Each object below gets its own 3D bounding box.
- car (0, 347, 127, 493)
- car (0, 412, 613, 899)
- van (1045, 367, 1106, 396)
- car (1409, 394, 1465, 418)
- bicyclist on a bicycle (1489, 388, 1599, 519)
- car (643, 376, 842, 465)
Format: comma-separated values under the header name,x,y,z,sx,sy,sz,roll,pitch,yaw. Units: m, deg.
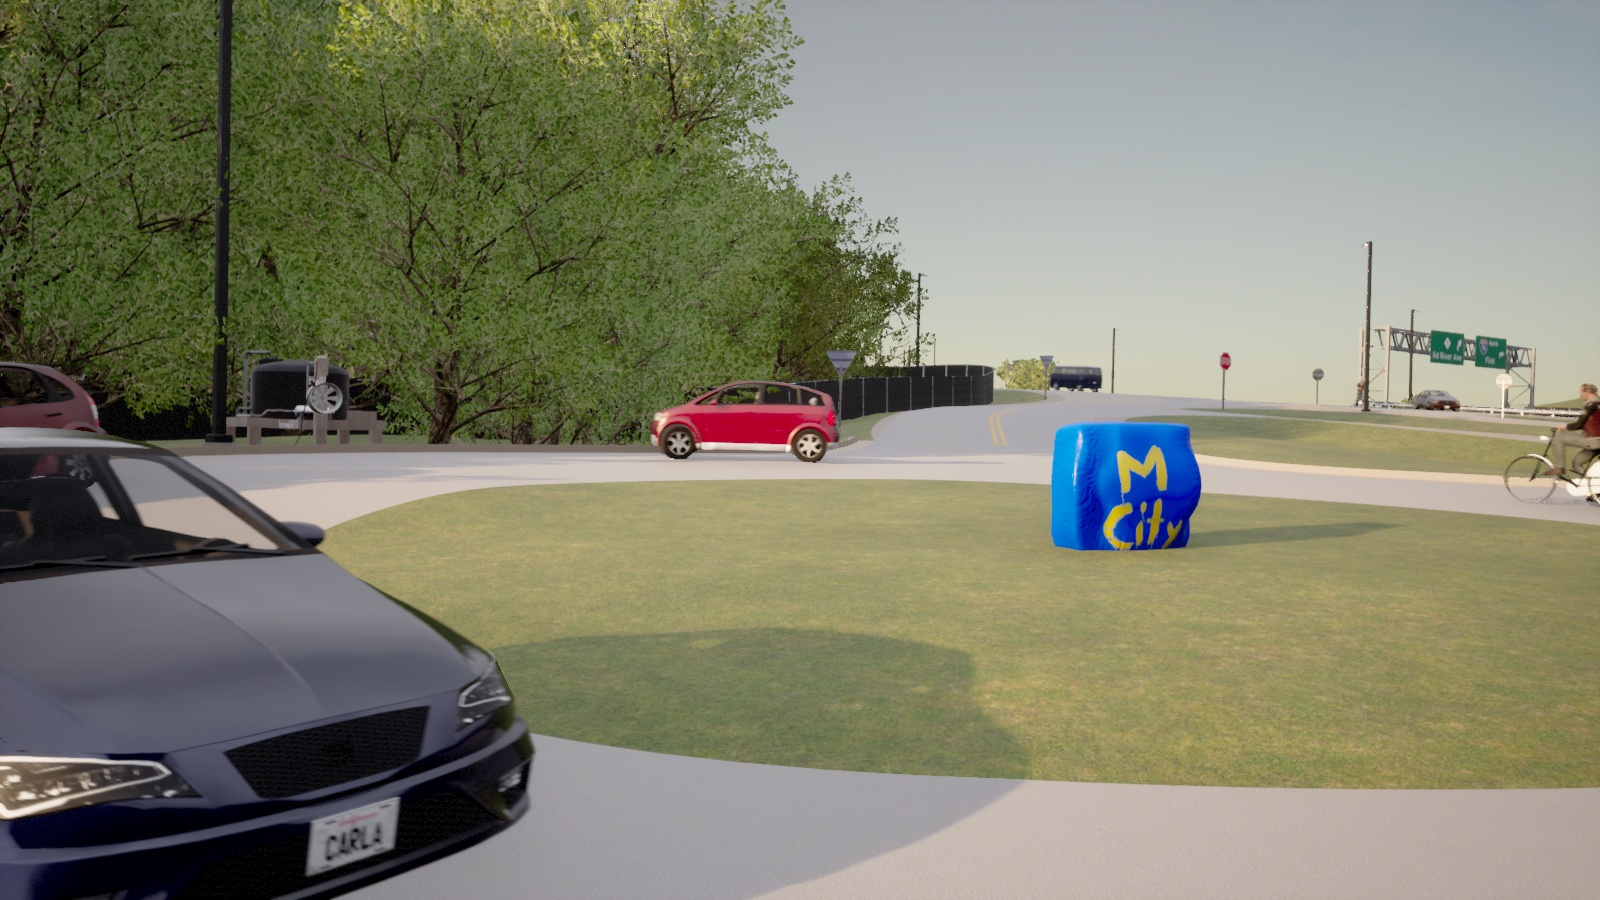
name,x,y,z,sx,sy,sz,roll,pitch,yaw
car,-10.114,-0.333,14.515,1.851,1.617,3.988,2,6,15
car,-2.857,0.651,4.632,4.193,1.474,1.816,3,3,36
van,20.471,-5.134,93.440,1.775,1.987,4.442,2,3,-30
car,43.307,-3.036,85.552,2.033,1.411,5.357,4,4,12
bicyclist on a bicycle,10.946,0.022,17.867,0.659,1.776,1.843,-1,3,-34
car,-1.097,-0.585,24.563,3.705,1.549,1.789,2,2,-1
